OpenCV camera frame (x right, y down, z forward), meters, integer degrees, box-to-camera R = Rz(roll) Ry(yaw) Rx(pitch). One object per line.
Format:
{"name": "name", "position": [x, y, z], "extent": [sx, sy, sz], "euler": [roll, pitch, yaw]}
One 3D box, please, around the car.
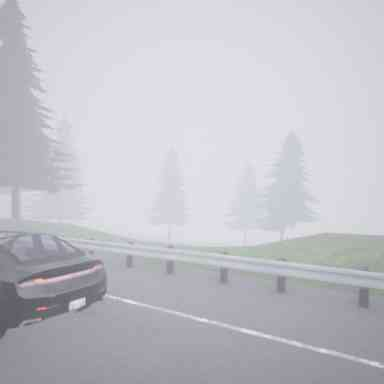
{"name": "car", "position": [-3.776, 1.523, 6.480], "extent": [4.902, 1.511, 2.128], "euler": [0, 0, 34]}
